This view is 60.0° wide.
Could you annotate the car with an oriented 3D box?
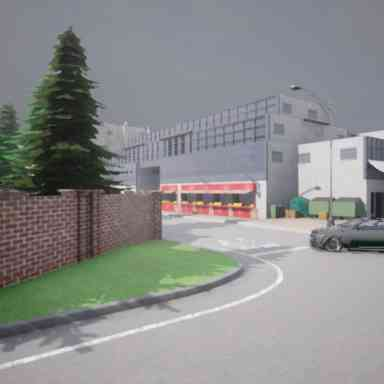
[{"bbox_3d":[6.980,1.739,13.441,4.181,1.385,1.994,-1,0,14],"label":"car"}]
